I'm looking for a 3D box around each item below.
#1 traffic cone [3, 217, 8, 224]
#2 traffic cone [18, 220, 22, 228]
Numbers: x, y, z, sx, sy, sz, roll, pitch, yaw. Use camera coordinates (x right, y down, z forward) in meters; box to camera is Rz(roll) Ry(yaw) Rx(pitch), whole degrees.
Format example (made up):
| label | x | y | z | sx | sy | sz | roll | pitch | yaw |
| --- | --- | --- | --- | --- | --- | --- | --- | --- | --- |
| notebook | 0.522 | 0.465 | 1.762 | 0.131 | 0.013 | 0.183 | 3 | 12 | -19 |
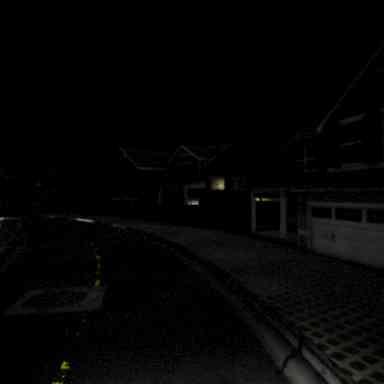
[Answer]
| label | x | y | z | sx | sy | sz | roll | pitch | yaw |
| --- | --- | --- | --- | --- | --- | --- | --- | --- | --- |
| traffic cone | -15.231 | 2.307 | 27.152 | 0.340 | 0.580 | 0.340 | 0 | 0 | -44 |
| traffic cone | -12.191 | 2.263 | 23.548 | 0.340 | 0.580 | 0.340 | 0 | 0 | -31 |
